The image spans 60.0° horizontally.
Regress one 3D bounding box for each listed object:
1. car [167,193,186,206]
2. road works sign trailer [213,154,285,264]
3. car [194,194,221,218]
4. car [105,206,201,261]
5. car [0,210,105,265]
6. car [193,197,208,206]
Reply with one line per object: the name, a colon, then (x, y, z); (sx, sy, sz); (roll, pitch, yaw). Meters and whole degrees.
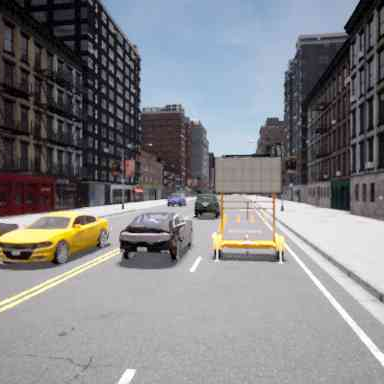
car: (-2.333, 1.215, 50.860); (2.150, 2.045, 5.566); (0, 0, 8)
road works sign trailer: (2.001, 0.462, 11.960); (2.380, 3.560, 2.880); (0, 0, 8)
car: (1.533, 1.216, 30.754); (2.150, 2.045, 5.566); (0, 0, 8)
car: (-1.132, 1.488, 12.301); (2.128, 1.511, 4.902); (0, 0, 8)
car: (-4.668, 1.473, 11.961); (1.882, 1.535, 5.008); (0, 0, 8)
car: (1.511, 1.559, 54.683); (1.994, 1.385, 4.181); (0, 0, 8)
